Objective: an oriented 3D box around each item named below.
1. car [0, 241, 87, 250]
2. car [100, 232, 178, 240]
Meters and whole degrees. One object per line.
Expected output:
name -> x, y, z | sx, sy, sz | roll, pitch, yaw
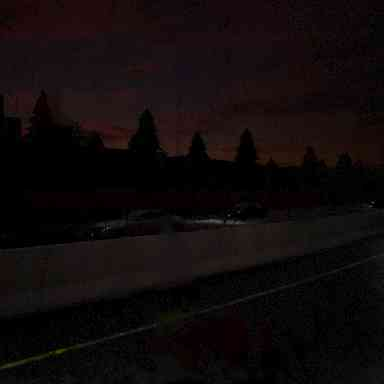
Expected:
car -> -5.344, 1.601, 8.897 | 4.718, 1.301, 1.895 | 0, 0, -37
car -> -2.472, 1.526, 15.665 | 4.674, 1.442, 1.812 | 0, 0, -41
